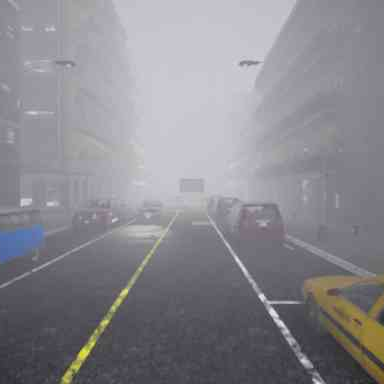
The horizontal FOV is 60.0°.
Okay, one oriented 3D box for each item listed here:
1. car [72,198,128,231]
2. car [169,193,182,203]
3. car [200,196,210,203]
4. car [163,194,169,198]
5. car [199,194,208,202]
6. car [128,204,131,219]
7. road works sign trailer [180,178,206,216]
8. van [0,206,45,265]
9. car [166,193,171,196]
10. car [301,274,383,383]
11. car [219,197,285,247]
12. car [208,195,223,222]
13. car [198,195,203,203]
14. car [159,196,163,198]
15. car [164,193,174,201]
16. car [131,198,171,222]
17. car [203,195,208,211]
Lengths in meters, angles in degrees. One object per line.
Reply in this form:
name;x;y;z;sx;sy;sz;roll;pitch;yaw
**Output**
car;-5.695;1.301;20.517;2.192;1.841;5.009;-1;0;0
car;-3.012;1.467;66.672;1.837;1.490;4.892;0;0;0
car;2.674;1.523;70.907;1.947;1.339;4.313;-1;0;0
car;-5.705;1.514;59.732;2.008;1.369;4.403;-1;0;0
car;2.671;1.394;76.509;1.967;1.590;4.097;-1;0;0
car;-5.710;1.534;26.119;2.008;1.369;4.403;-1;0;0
road works sign trailer;0.001;0.444;31.939;2.380;3.560;2.880;0;0;1
van;-5.671;1.335;9.312;1.690;1.788;3.998;-1;0;0
car;-5.706;1.508;70.935;2.008;1.369;4.403;-1;0;0
car;2.679;1.523;3.853;1.752;1.417;4.829;-1;0;0
car;2.675;1.305;14.887;2.192;1.841;5.009;-1;0;0
car;2.674;1.298;26.091;2.192;1.841;5.009;-1;0;0
car;2.674;1.486;65.475;1.752;1.417;4.829;-1;0;0
car;-5.704;1.551;48.527;1.802;1.307;4.206;-1;0;0
car;-5.711;1.266;82.139;2.192;1.841;5.009;-1;0;0
car;-3.101;1.474;25.994;2.128;1.511;4.902;0;0;0
car;2.674;1.291;37.295;2.192;1.841;5.009;-1;0;0
